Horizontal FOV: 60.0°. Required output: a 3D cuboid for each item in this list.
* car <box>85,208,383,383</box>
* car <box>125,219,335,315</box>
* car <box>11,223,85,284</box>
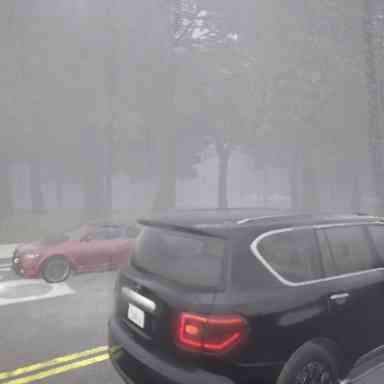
[{"bbox_3d":[1.668,1.246,4.630,5.566,2.045,2.150,0,0,-35],"label":"car"},{"bbox_3d":[1.209,1.585,8.543,5.357,1.411,2.033,0,0,-35],"label":"car"},{"bbox_3d":[-2.845,1.584,9.639,4.181,1.385,1.994,0,0,-35],"label":"car"}]
